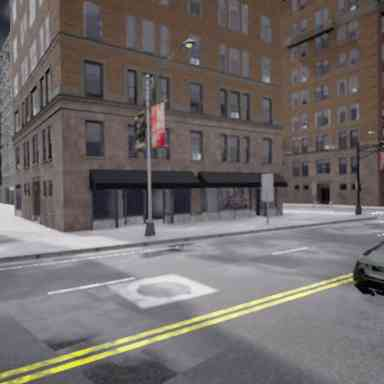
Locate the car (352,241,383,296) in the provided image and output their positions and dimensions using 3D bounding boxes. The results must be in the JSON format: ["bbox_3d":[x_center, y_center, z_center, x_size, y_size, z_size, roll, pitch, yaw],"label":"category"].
[{"bbox_3d":[5.379,1.474,7.275,4.181,1.385,1.994,-1,0,-36],"label":"car"}]
